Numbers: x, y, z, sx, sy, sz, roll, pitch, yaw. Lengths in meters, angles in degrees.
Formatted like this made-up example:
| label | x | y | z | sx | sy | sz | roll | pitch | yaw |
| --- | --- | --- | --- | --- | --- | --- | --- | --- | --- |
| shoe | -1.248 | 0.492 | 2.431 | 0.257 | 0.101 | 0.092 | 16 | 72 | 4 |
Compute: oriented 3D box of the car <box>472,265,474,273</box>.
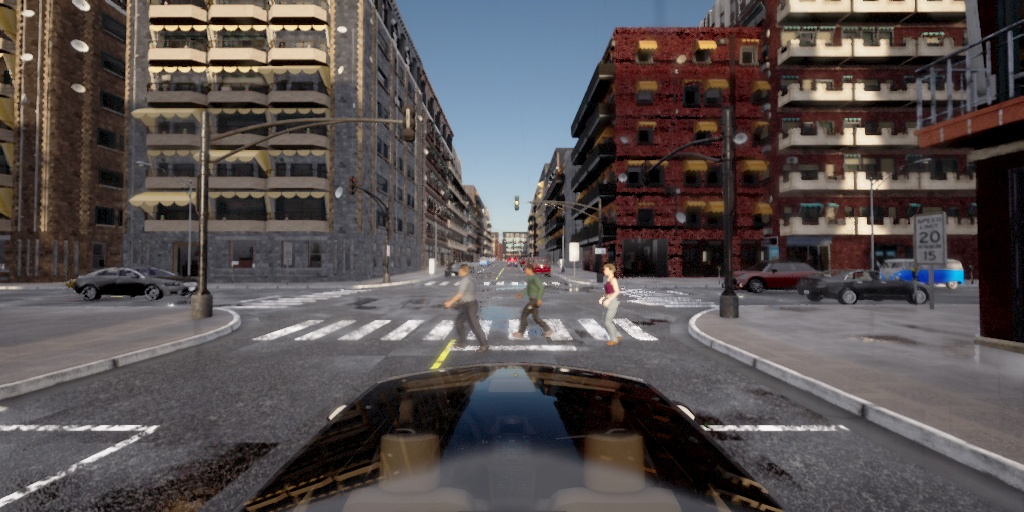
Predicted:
| label | x | y | z | sx | sy | sz | roll | pitch | yaw |
| --- | --- | --- | --- | --- | --- | --- | --- | --- | --- |
| car | -5.276 | 1.307 | 39.901 | 1.948 | 1.339 | 4.313 | 0 | 0 | 0 |

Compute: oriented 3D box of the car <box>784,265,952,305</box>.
| label | x | y | z | sx | sy | sz | roll | pitch | yaw |
| --- | --- | --- | --- | --- | --- | --- | --- | --- | --- |
| car | 13.757 | 1.177 | 14.072 | 4.403 | 1.370 | 2.007 | 0 | 0 | 0 |

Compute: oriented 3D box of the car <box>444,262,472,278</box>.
| label | x | y | z | sx | sy | sz | roll | pitch | yaw |
| --- | --- | --- | --- | --- | --- | --- | --- | --- | --- |
| car | -5.282 | 1.307 | 34.340 | 1.948 | 1.339 | 4.313 | 0 | 0 | 0 |

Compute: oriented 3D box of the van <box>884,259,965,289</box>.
| label | x | y | z | sx | sy | sz | roll | pitch | yaw |
| --- | --- | --- | --- | --- | --- | --- | --- | --- | --- |
| van | 24.922 | 1.102 | 21.912 | 3.998 | 1.789 | 1.690 | 0 | 0 | 0 |

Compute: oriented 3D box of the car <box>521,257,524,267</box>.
| label | x | y | z | sx | sy | sz | roll | pitch | yaw |
| --- | --- | --- | --- | --- | --- | --- | --- | --- | --- |
| car | 2.611 | 1.058 | 45.500 | 2.192 | 1.841 | 5.009 | 0 | 0 | 0 |

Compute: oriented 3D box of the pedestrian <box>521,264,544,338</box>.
| label | x | y | z | sx | sy | sz | roll | pitch | yaw |
| --- | --- | --- | --- | --- | --- | --- | --- | --- | --- |
| pedestrian | 0.478 | 1.035 | 8.604 | 0.375 | 1.860 | 0.375 | 1 | -1 | 0 |

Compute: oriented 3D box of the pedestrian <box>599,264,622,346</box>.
| label | x | y | z | sx | sy | sz | roll | pitch | yaw |
| --- | --- | --- | --- | --- | --- | --- | --- | --- | --- |
| pedestrian | 2.210 | 1.042 | 8.002 | 0.375 | 1.860 | 0.375 | 1 | -1 | 0 |

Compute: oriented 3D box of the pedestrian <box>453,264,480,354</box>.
| label | x | y | z | sx | sy | sz | roll | pitch | yaw |
| --- | --- | --- | --- | --- | --- | --- | --- | --- | --- |
| pedestrian | -0.937 | 1.042 | 7.404 | 0.375 | 1.860 | 0.375 | 1 | -1 | 0 |

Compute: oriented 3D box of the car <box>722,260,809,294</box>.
| label | x | y | z | sx | sy | sz | roll | pitch | yaw |
| --- | --- | --- | --- | --- | --- | --- | --- | --- | --- |
| car | 14.014 | 1.090 | 19.504 | 4.553 | 1.767 | 2.097 | 0 | -1 | 0 |

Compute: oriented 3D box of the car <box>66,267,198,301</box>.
| label | x | y | z | sx | sy | sz | roll | pitch | yaw |
| --- | --- | --- | --- | --- | --- | --- | --- | --- | --- |
| car | -17.245 | 1.256 | 16.677 | 4.902 | 1.511 | 2.128 | 0 | -1 | 2 |

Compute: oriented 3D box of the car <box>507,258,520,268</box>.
| label | x | y | z | sx | sy | sz | roll | pitch | yaw |
| --- | --- | --- | --- | --- | --- | --- | --- | --- | --- |
| car | 0.065 | 1.384 | 63.994 | 1.895 | 1.301 | 4.718 | 0 | 0 | 0 |

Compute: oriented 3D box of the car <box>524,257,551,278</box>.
| label | x | y | z | sx | sy | sz | roll | pitch | yaw |
| --- | --- | --- | --- | --- | --- | --- | --- | --- | --- |
| car | 2.600 | 1.056 | 34.377 | 2.192 | 1.841 | 5.009 | 0 | 0 | 0 |
